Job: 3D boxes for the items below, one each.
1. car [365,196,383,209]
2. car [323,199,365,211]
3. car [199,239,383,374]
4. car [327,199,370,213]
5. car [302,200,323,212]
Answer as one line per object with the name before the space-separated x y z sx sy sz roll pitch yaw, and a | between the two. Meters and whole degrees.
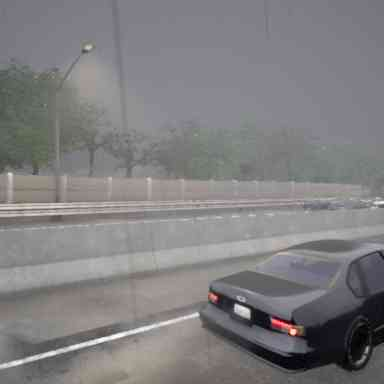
car | 18.257 1.206 29.757 5.566 2.045 2.150 0 0 -35
car | 15.315 1.529 31.970 5.357 1.411 2.033 0 0 -35
car | 2.678 1.544 5.648 5.357 1.411 2.033 0 0 -35
car | 17.949 1.530 38.085 5.357 1.411 2.033 0 0 -35
car | 15.150 1.583 39.522 4.718 1.301 1.895 0 0 -38
